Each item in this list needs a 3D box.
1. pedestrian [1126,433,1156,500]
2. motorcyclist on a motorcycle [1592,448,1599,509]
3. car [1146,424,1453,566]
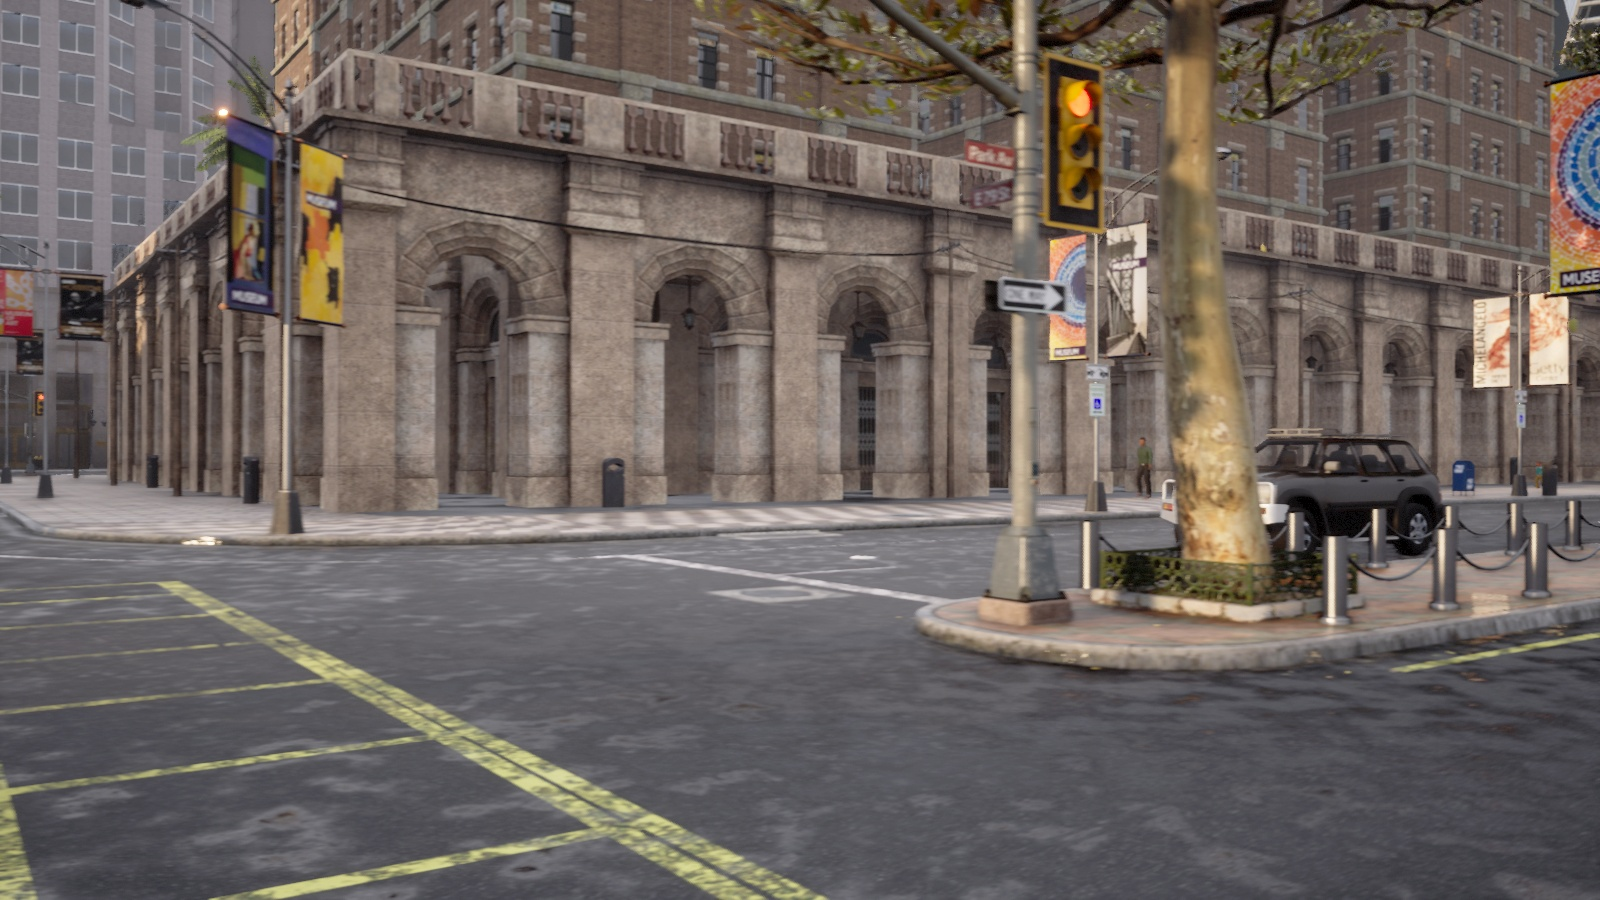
[{"bbox_3d":[10.018,0.471,36.882,0.788,1.949,0.423,0,0,-35],"label":"pedestrian"},{"bbox_3d":[21.450,0.733,32.601,1.817,1.590,0.866,0,0,-35],"label":"motorcyclist on a motorcycle"},{"bbox_3d":[7.419,0.591,18.498,4.605,1.855,1.932,0,0,-34],"label":"car"}]
